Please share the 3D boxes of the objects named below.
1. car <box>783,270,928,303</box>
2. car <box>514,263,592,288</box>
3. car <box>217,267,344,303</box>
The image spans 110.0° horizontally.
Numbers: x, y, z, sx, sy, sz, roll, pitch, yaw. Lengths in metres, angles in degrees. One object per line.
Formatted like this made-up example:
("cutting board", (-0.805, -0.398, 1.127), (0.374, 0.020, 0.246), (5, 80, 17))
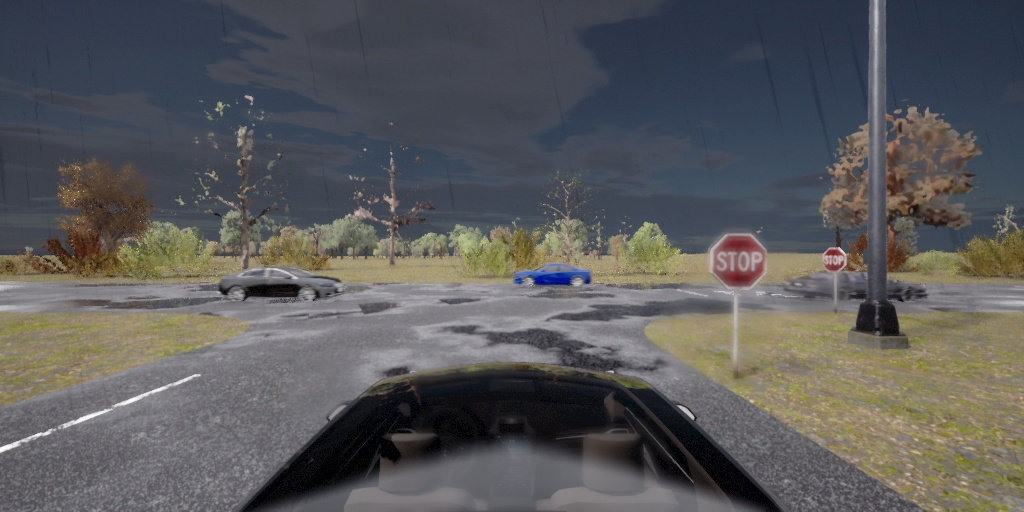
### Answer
("car", (15.589, 1.361, 16.442), (5.357, 1.411, 2.033), (0, 0, -2))
("car", (2.610, 1.238, 23.086), (5.008, 1.535, 1.882), (0, 0, -1))
("car", (-10.037, 1.211, 15.766), (4.902, 1.511, 2.128), (0, 0, -2))
